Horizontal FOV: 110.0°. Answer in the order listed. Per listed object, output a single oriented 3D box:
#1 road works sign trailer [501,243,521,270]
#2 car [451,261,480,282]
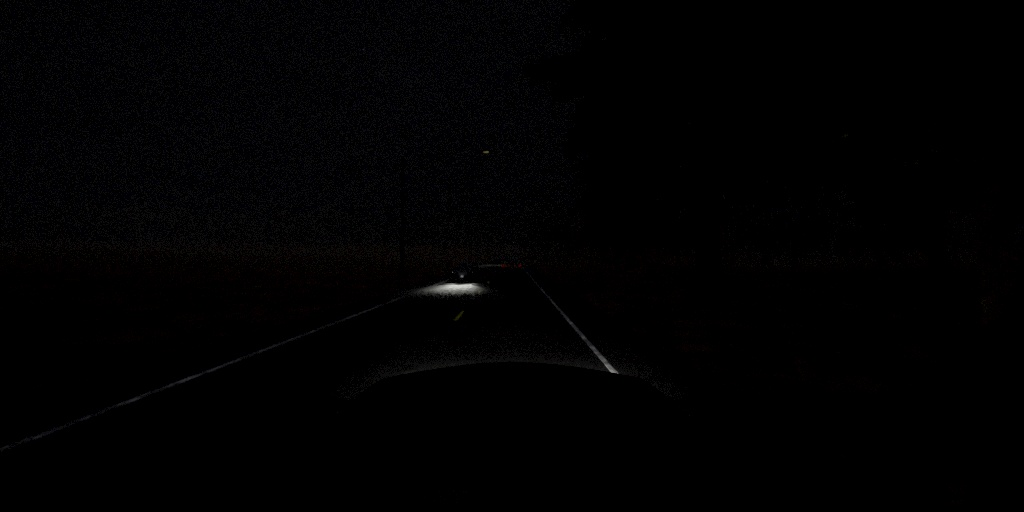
[{"bbox_3d":[0.000,0.102,48.429,2.380,3.560,2.880,0,0,1],"label":"road works sign trailer"},{"bbox_3d":[-3.601,1.195,28.292,2.128,1.511,4.902,0,0,0],"label":"car"}]
